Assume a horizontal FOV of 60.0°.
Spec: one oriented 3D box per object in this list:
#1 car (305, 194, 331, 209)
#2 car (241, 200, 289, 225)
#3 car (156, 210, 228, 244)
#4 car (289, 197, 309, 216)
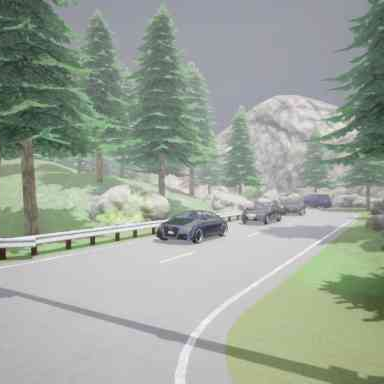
[{"bbox_3d":[16.926,1.329,46.347,2.150,2.045,5.566,3,-1,-14],"label":"car"},{"bbox_3d":[5.257,1.508,24.619,2.128,1.511,4.902,0,0,31],"label":"car"},{"bbox_3d":[0.110,1.575,16.110,1.994,1.385,4.181,0,0,31],"label":"car"},{"bbox_3d":[10.322,1.526,33.494,1.837,1.490,4.892,0,0,24],"label":"car"}]
